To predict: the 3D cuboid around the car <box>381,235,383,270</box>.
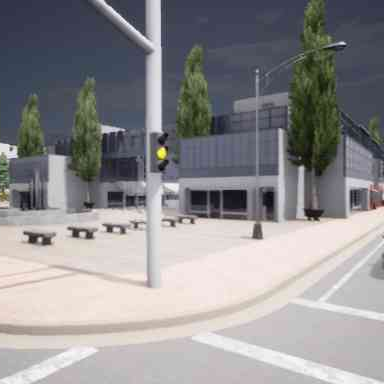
[{"bbox_3d":[7.078,1.523,10.065,2.033,1.411,5.357,0,0,36],"label":"car"}]
